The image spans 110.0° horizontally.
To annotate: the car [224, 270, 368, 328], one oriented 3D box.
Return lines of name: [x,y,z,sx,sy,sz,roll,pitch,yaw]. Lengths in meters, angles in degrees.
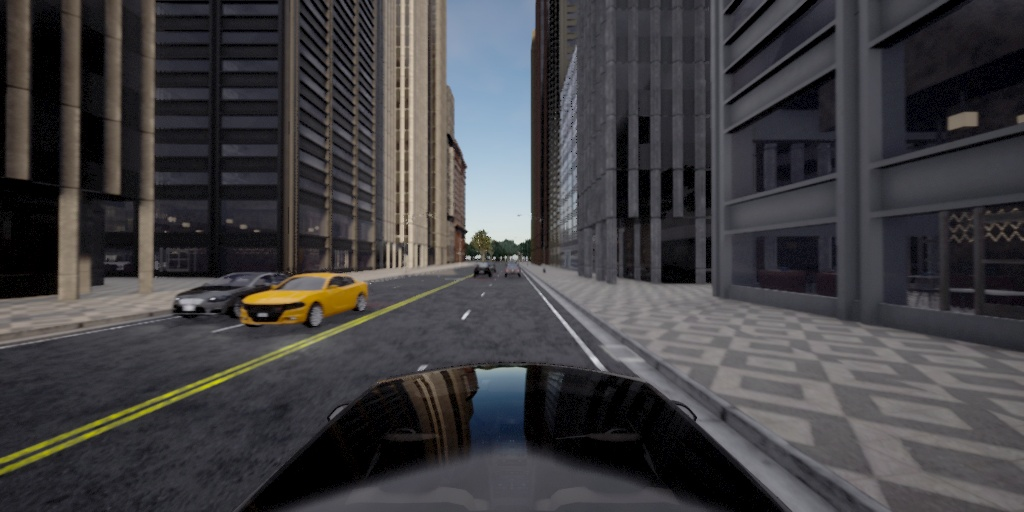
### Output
car: [-6.526,1.308,11.925,1.882,1.535,5.008,0,-1,1]

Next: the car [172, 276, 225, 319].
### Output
car: [-9.760,1.334,13.300,2.128,1.511,4.902,0,-1,0]

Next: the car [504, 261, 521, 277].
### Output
car: [0.083,1.618,40.774,2.033,1.411,5.357,0,0,0]

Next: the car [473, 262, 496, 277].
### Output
car: [-3.169,1.542,40.100,1.882,1.535,5.008,0,-1,0]
